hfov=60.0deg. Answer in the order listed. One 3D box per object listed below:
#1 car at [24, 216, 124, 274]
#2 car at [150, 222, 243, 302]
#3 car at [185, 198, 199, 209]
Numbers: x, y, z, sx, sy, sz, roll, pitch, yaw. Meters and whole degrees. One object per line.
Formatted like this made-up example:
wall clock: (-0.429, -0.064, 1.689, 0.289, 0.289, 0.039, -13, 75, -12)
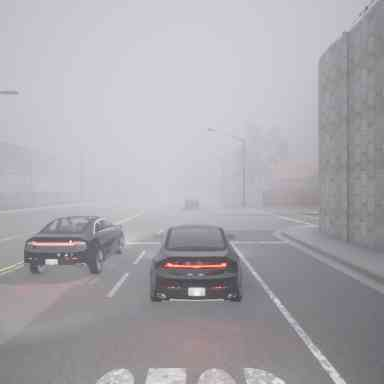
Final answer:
car: (-3.429, 1.492, 10.533, 2.128, 1.511, 4.902, 0, 0, 0)
car: (0.078, 1.505, 8.265, 1.837, 1.490, 4.892, 0, 0, 0)
car: (-0.022, 1.492, 44.233, 2.128, 1.511, 4.902, 0, 0, 0)
